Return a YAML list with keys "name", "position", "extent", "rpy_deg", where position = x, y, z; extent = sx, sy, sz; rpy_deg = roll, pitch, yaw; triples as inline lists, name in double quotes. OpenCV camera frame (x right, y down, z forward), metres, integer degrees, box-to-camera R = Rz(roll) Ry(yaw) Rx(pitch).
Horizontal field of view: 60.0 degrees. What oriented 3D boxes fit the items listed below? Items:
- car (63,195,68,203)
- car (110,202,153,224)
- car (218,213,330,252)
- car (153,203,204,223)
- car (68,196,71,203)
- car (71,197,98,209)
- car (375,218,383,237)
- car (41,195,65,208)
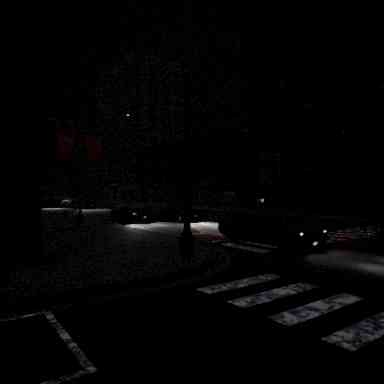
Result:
- name: "car"
  position: [-25.126, 1.380, 65.027]
  extent: [2.128, 1.511, 4.902]
  rpy_deg: [0, 0, -36]
- name: "car"
  position: [-4.651, 1.494, 25.149]
  extent: [1.812, 1.442, 4.674]
  rpy_deg: [0, 0, -36]
- name: "car"
  position: [3.276, 1.591, 14.107]
  extent: [1.895, 1.301, 4.718]
  rpy_deg: [0, 0, -36]
- name: "car"
  position: [-0.908, 1.531, 25.477]
  extent: [1.994, 1.385, 4.181]
  rpy_deg: [0, 0, -36]
- name: "car"
  position: [-19.053, 1.510, 56.598]
  extent: [1.895, 1.301, 4.718]
  rpy_deg: [0, 0, -36]
- name: "car"
  position: [-13.851, 1.441, 43.511]
  extent: [1.837, 1.490, 4.892]
  rpy_deg: [0, 0, -35]
- name: "car"
  position: [10.334, 1.522, 13.899]
  extent: [4.674, 1.442, 1.812]
  rpy_deg: [0, 1, 27]
- name: "car"
  position: [-19.837, 1.477, 46.345]
  extent: [2.033, 1.411, 5.357]
  rpy_deg: [0, 0, -35]
